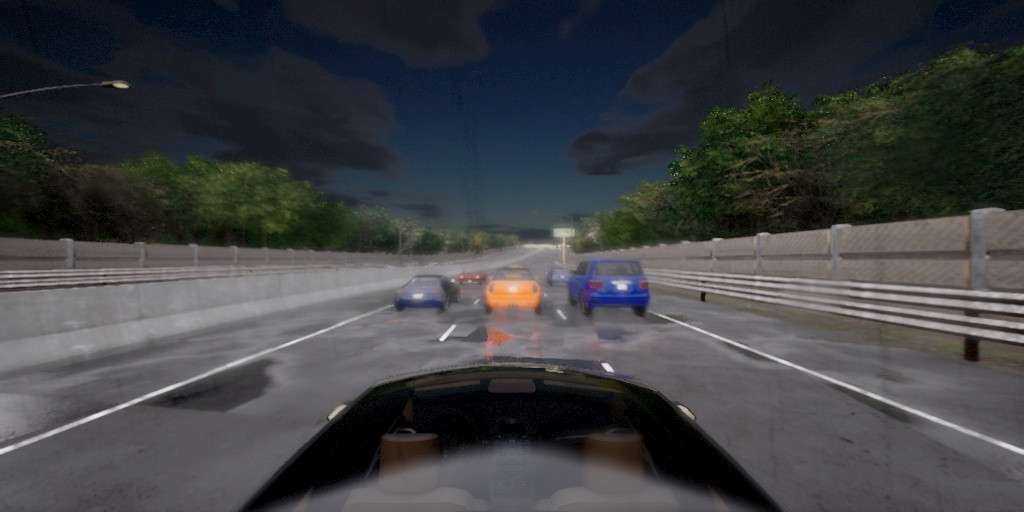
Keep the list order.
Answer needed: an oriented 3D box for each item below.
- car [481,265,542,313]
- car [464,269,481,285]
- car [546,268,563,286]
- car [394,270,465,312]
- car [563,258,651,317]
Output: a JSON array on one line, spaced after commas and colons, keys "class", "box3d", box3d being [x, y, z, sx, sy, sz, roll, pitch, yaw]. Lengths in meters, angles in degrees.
[{"class": "car", "box3d": [0.083, 1.244, 14.961, 2.097, 1.767, 4.553, 0, -1, 1]}, {"class": "car", "box3d": [-3.177, 1.692, 29.753, 1.895, 1.301, 4.718, 0, -1, 2]}, {"class": "car", "box3d": [3.795, 1.629, 28.873, 2.033, 1.411, 5.357, 0, -1, 2]}, {"class": "car", "box3d": [-3.414, 1.459, 15.128, 1.994, 1.385, 4.181, 0, -1, 1]}, {"class": "car", "box3d": [3.560, 1.108, 14.094, 2.150, 2.045, 5.566, 0, 0, 1]}]
